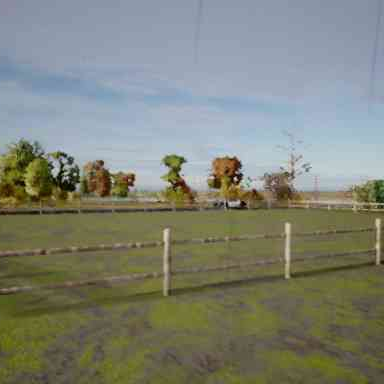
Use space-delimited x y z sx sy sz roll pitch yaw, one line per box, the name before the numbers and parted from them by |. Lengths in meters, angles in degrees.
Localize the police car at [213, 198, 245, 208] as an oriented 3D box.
police car | 5.482 1.650 49.863 4.974 1.542 2.038 0 0 -27
